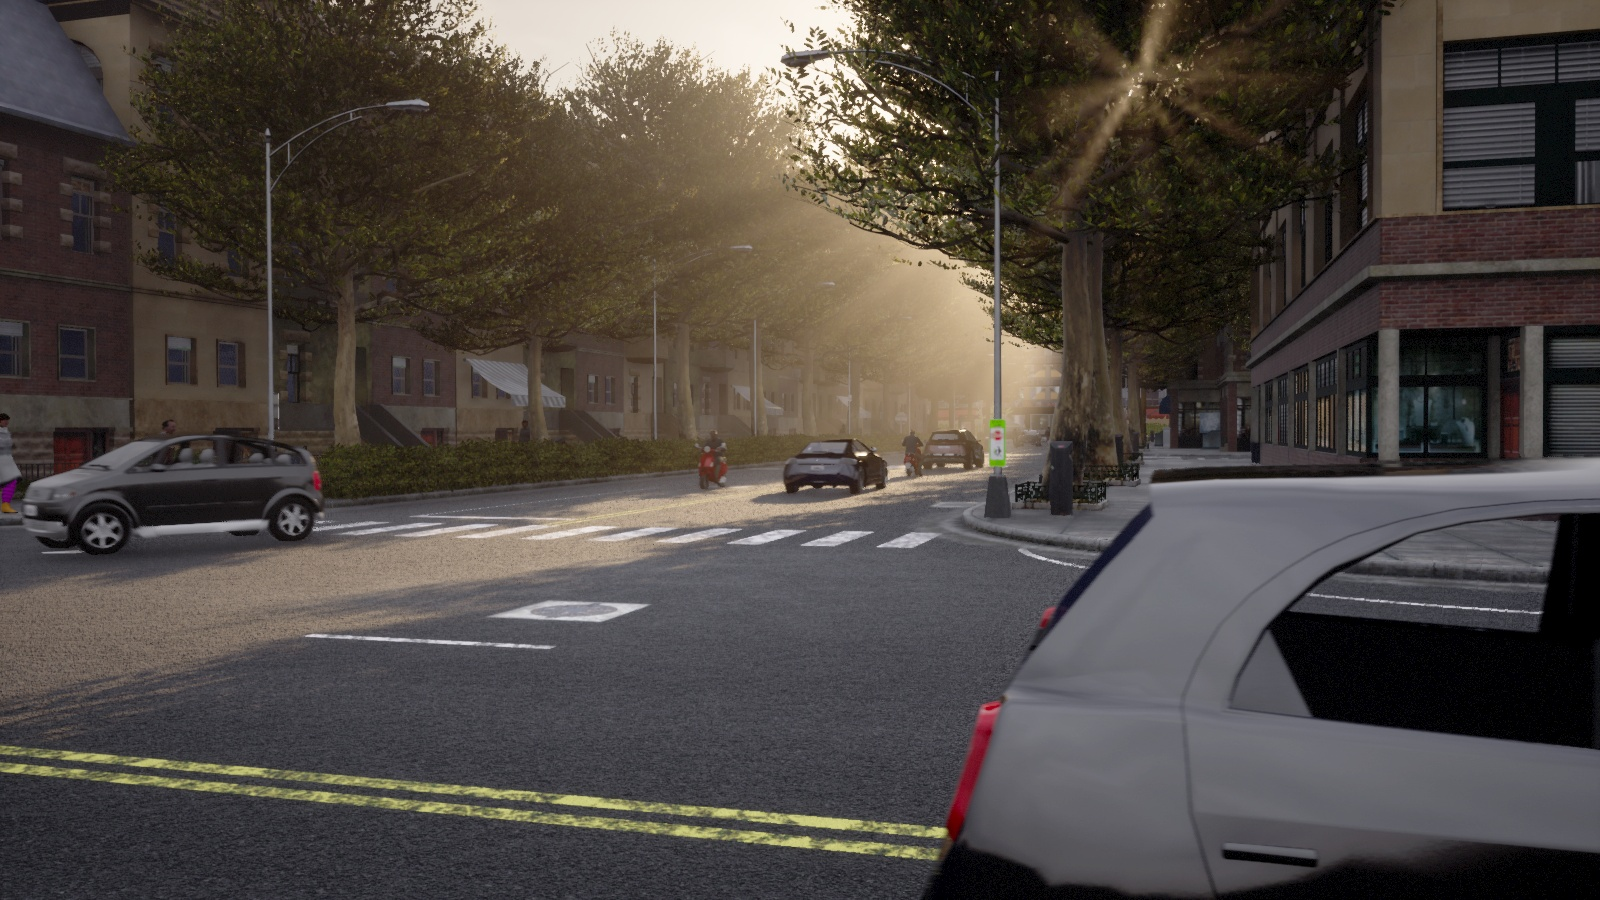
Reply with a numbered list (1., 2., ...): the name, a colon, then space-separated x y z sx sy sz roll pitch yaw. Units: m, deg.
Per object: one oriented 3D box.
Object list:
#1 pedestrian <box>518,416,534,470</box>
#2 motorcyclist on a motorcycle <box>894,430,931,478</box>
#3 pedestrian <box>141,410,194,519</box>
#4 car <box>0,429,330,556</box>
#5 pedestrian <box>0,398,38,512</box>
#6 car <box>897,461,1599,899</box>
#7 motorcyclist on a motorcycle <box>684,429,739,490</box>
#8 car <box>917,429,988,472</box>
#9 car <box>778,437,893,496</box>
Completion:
1. pedestrian: -9.435 -0.245 43.252 0.353 1.847 0.614 0 1 10
2. motorcyclist on a motorcycle: 3.779 0.120 42.099 0.866 1.590 1.817 0 1 16
3. pedestrian: -10.870 0.247 21.598 0.720 1.854 0.376 0 1 6
4. car: -8.711 0.493 17.421 1.789 1.549 3.705 2 2 42
5. pedestrian: -14.015 0.078 22.043 0.873 1.952 0.659 0 1 11
6. car: 2.163 0.810 2.443 3.633 1.501 1.845 0 1 16
7. motorcyclist on a motorcycle: -2.348 0.234 33.546 0.866 1.590 1.817 0 1 16
8. car: 6.172 -0.027 50.369 2.033 1.649 4.856 0 1 16
9. car: 0.998 0.374 32.515 1.994 1.385 4.181 0 1 16
